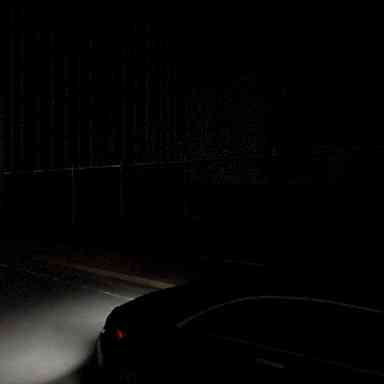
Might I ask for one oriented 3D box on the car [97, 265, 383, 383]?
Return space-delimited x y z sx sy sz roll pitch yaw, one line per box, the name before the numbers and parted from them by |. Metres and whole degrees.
car | 1.134 1.503 3.181 4.892 1.490 1.837 -1 0 36
